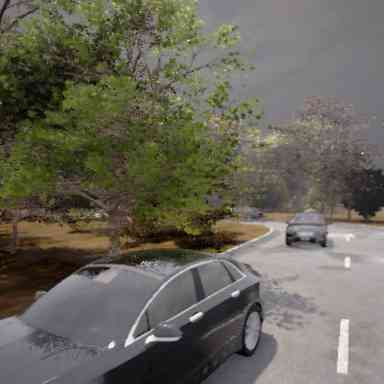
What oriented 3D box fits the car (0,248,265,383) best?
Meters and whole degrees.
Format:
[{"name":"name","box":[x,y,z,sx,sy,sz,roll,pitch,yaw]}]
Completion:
[{"name":"car","box":[-0.644,1.577,4.132,1.837,1.490,4.892,-1,-1,34]}]

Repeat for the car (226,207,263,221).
[{"name":"car","box":[5.261,2.316,35.698,4.902,1.511,2.128,-1,-3,39]}]

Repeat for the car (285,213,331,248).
[{"name":"car","box":[5.915,1.819,16.832,2.128,1.511,4.902,-1,-1,23]}]
